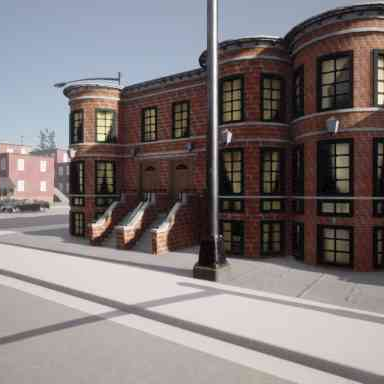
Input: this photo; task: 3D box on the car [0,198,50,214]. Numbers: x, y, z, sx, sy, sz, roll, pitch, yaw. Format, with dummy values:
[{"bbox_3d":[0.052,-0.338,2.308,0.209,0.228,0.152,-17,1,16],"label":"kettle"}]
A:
[{"bbox_3d":[-17.614,1.491,35.276,2.128,1.511,4.902,0,0,36],"label":"car"}]
